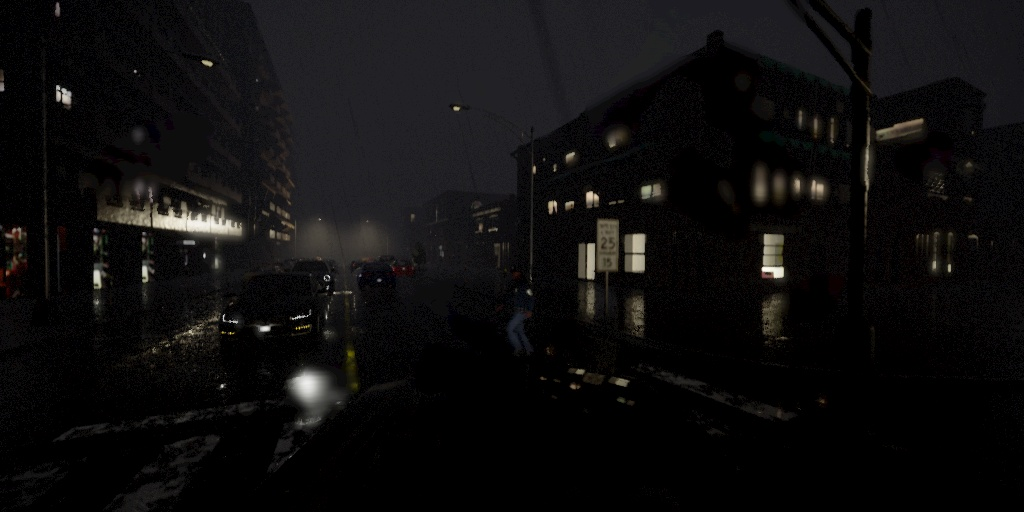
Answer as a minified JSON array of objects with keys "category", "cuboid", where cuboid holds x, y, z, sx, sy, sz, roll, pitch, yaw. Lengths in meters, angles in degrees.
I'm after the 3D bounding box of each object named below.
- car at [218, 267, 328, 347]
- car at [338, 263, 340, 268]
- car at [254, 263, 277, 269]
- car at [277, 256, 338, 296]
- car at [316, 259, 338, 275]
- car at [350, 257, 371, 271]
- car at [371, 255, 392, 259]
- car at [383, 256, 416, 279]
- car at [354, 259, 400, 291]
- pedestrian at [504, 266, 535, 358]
[{"category":"car","cuboid":[-6.092,1.228,9.535,1.837,1.490,4.892,0,0,-25]},{"category":"car","cuboid":[-14.418,1.086,27.210,2.128,1.511,4.902,0,0,-25]},{"category":"car","cuboid":[-14.555,1.146,21.228,1.751,1.417,4.829,0,0,-25]},{"category":"car","cuboid":[-10.122,1.012,18.081,2.097,1.767,4.553,0,0,-25]},{"category":"car","cuboid":[-18.755,1.054,36.504,1.812,1.442,4.674,0,0,-25]},{"category":"car","cuboid":[-18.017,1.106,42.268,1.895,1.301,4.718,0,0,-25]},{"category":"car","cuboid":[-14.235,0.848,40.367,2.192,1.841,5.009,0,0,-25]},{"category":"car","cuboid":[-9.373,1.046,30.108,1.967,1.591,4.097,0,0,-25]},{"category":"car","cuboid":[-8.131,1.132,21.346,1.882,1.535,5.008,0,0,-25]},{"category":"pedestrian","cuboid":[0.142,1.062,6.940,0.375,1.860,0.375,-1,1,-25]}]
